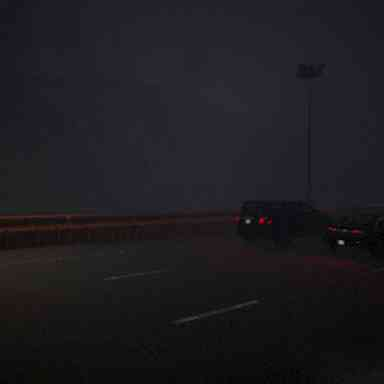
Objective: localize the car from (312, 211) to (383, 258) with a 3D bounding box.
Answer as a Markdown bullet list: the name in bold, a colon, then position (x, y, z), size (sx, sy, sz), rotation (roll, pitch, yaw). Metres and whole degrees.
- **car**: position (7.393, 1.641, 13.506), size (4.902, 1.511, 2.128), rotation (1, 0, -36)

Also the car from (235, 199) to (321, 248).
- **car**: position (4.557, 1.363, 15.781), size (5.566, 2.045, 2.150), rotation (0, 0, -36)
